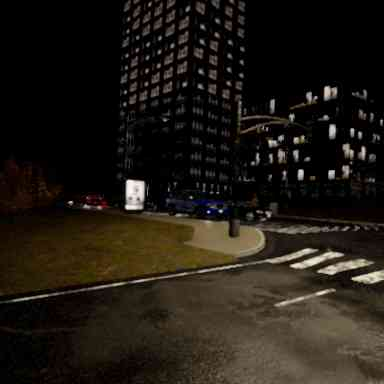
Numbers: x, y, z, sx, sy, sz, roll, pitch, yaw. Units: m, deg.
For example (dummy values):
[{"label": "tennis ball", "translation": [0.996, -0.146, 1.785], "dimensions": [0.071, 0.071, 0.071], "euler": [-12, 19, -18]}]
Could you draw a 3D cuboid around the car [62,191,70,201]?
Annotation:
[{"label": "car", "translation": [-19.035, 0.748, 52.479], "dimensions": [1.812, 1.442, 4.674], "euler": [4, -1, -42]}]

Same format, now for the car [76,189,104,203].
[{"label": "car", "translation": [-16.992, 0.572, 55.186], "dimensions": [2.150, 2.045, 5.566], "euler": [4, -1, -42]}]

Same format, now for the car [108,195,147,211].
[{"label": "car", "translation": [-5.982, 1.101, 32.367], "dimensions": [1.895, 1.301, 4.718], "euler": [4, -1, -40]}]

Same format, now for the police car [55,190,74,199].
[{"label": "police car", "translation": [-28.167, 0.561, 73.160], "dimensions": [1.930, 1.638, 5.238], "euler": [4, -1, -44]}]

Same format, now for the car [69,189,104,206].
[{"label": "car", "translation": [-12.551, 0.657, 40.105], "dimensions": [2.097, 1.767, 4.553], "euler": [4, -1, -41]}]

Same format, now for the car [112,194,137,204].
[{"label": "car", "translation": [-10.870, 1.180, 53.150], "dimensions": [1.994, 1.385, 4.181], "euler": [4, -1, -41]}]

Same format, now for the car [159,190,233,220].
[{"label": "car", "translation": [0.257, 0.909, 24.845], "dimensions": [2.150, 2.045, 5.566], "euler": [4, -1, -39]}]

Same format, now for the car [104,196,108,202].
[{"label": "car", "translation": [-8.378, 1.115, 40.217], "dimensions": [1.895, 1.301, 4.718], "euler": [4, -1, -41]}]

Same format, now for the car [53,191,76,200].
[{"label": "car", "translation": [-24.208, 0.686, 63.000], "dimensions": [2.033, 1.411, 5.357], "euler": [4, -1, -43]}]

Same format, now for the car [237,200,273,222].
[{"label": "car", "translation": [3.917, 1.372, 25.473], "dimensions": [2.128, 1.511, 4.902], "euler": [4, -1, -40]}]

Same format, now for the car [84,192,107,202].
[{"label": "car", "translation": [-17.621, 0.909, 60.564], "dimensions": [2.128, 1.511, 4.902], "euler": [4, -1, -43]}]

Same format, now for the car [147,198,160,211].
[{"label": "car", "translation": [-1.977, 1.182, 32.648], "dimensions": [1.882, 1.535, 5.008], "euler": [4, -1, -40]}]

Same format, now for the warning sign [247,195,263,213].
[{"label": "warning sign", "translation": [6.977, 1.330, 36.683], "dimensions": [1.300, 1.860, 1.060], "euler": [2, -1, -40]}]
